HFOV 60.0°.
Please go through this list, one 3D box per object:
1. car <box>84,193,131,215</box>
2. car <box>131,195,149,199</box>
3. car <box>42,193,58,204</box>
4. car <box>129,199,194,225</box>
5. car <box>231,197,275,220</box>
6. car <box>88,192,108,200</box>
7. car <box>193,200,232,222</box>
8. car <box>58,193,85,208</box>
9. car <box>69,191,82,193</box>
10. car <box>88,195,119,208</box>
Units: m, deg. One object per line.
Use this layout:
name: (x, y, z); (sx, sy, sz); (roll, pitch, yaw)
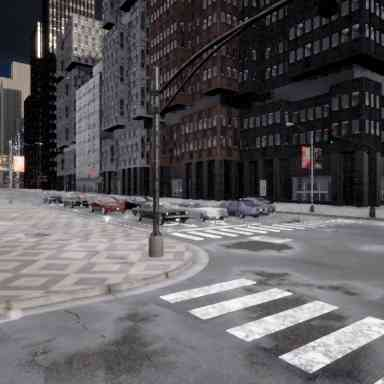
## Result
car: (-7.638, 1.100, 29.753); (1.882, 1.535, 5.008); (0, 1, -36)
car: (-5.043, 1.094, 31.714); (1.882, 1.535, 5.008); (0, 1, -36)
car: (-19.336, 0.876, 46.087); (2.033, 1.411, 5.357); (0, 1, -35)
car: (-2.156, 1.355, 22.133); (1.895, 1.301, 4.718); (0, 1, -36)
car: (3.453, 1.297, 25.807); (2.033, 1.411, 5.357); (0, 1, -36)
car: (-16.848, 0.770, 59.594); (1.895, 1.301, 4.718); (0, 1, -36)
car: (0.441, 1.350, 24.089); (1.895, 1.301, 4.718); (0, 1, -36)
car: (-13.114, 1.088, 37.377); (1.895, 1.301, 4.718); (0, 1, -36)
car: (-16.491, 0.681, 47.691); (2.097, 1.767, 4.553); (0, 1, -36)
car: (-10.533, 1.082, 39.352); (1.895, 1.301, 4.718); (0, 1, -36)
